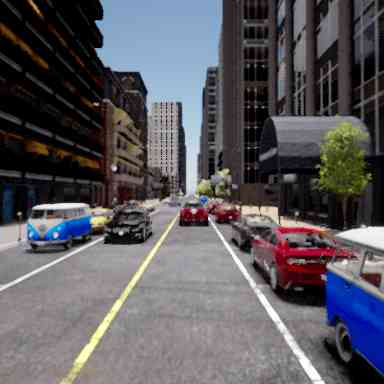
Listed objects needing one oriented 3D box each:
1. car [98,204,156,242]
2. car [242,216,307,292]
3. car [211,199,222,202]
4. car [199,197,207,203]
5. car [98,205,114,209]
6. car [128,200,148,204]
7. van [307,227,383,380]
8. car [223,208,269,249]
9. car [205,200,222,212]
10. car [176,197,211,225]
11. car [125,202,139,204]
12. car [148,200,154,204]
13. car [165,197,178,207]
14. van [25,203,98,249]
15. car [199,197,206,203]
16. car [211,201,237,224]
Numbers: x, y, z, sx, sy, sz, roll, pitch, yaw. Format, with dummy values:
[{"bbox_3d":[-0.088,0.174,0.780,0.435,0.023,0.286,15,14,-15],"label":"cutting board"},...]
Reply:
[{"bbox_3d":[-3.080,1.581,16.844,1.837,1.490,4.892,0,0,0],"label":"car"},{"bbox_3d":[2.702,1.586,8.898,1.887,1.381,4.507,0,0,0],"label":"car"},{"bbox_3d":[2.735,1.611,37.218,1.967,1.590,4.097,0,0,0],"label":"car"},{"bbox_3d":[2.789,1.984,82.695,1.752,1.417,4.829,0,0,0],"label":"car"},{"bbox_3d":[-5.666,1.615,20.067,1.752,1.417,4.829,0,0,0],"label":"car"},{"bbox_3d":[-5.651,1.583,31.563,1.967,1.590,4.097,0,0,0],"label":"car"},{"bbox_3d":[2.695,1.357,3.235,1.690,1.788,3.998,0,0,0],"label":"van"},{"bbox_3d":[2.708,1.617,14.562,2.008,1.369,4.403,0,0,0],"label":"car"},{"bbox_3d":[2.742,1.748,42.879,1.887,1.381,4.507,0,0,0],"label":"car"},{"bbox_3d":[0.130,1.466,25.482,2.097,1.767,4.553,0,0,0],"label":"car"},{"bbox_3d":[-5.658,1.682,25.901,1.947,1.339,4.313,0,0,0],"label":"car"},{"bbox_3d":[-5.638,1.727,42.719,1.752,1.417,4.829,0,0,0],"label":"car"},{"bbox_3d":[-2.986,1.650,58.042,2.097,1.767,4.553,0,0,1],"label":"car"},{"bbox_3d":[-5.672,1.407,14.574,1.690,1.788,3.998,0,0,0],"label":"van"},{"bbox_3d":[2.796,2.079,88.187,1.802,1.307,4.206,0,0,0],"label":"car"},{"bbox_3d":[2.722,1.662,25.891,1.887,1.381,4.507,0,0,0],"label":"car"}]
